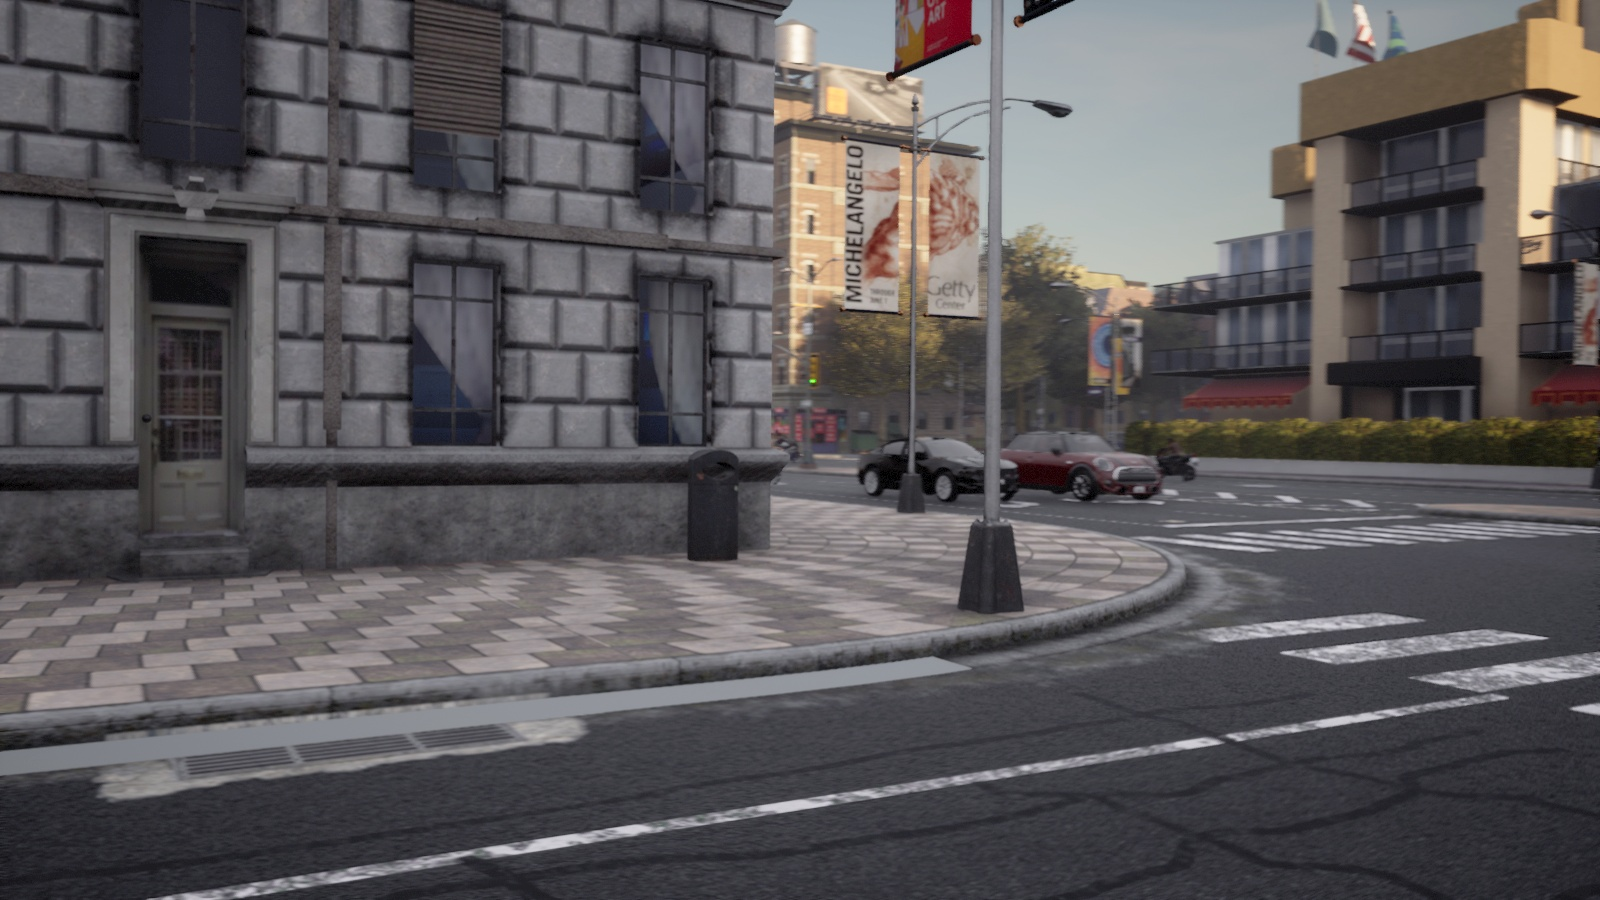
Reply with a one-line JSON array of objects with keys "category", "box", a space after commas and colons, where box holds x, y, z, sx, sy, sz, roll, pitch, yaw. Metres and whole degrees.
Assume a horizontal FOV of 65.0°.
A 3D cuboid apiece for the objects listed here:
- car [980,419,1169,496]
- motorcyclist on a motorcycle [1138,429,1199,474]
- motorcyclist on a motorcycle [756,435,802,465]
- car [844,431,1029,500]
[{"category": "car", "box": [6.783, 0.155, 31.483, 2.097, 1.767, 4.553, -1, 1, -30]}, {"category": "motorcyclist on a motorcycle", "box": [12.872, 0.039, 43.954, 0.797, 1.523, 2.044, -1, 1, -30]}, {"category": "motorcyclist on a motorcycle", "box": [-1.090, -0.029, 65.518, 2.191, 1.530, 0.866, -1, 1, -30]}, {"category": "car", "box": [3.204, 0.328, 30.690, 1.882, 1.535, 5.008, -1, 1, -30]}]
